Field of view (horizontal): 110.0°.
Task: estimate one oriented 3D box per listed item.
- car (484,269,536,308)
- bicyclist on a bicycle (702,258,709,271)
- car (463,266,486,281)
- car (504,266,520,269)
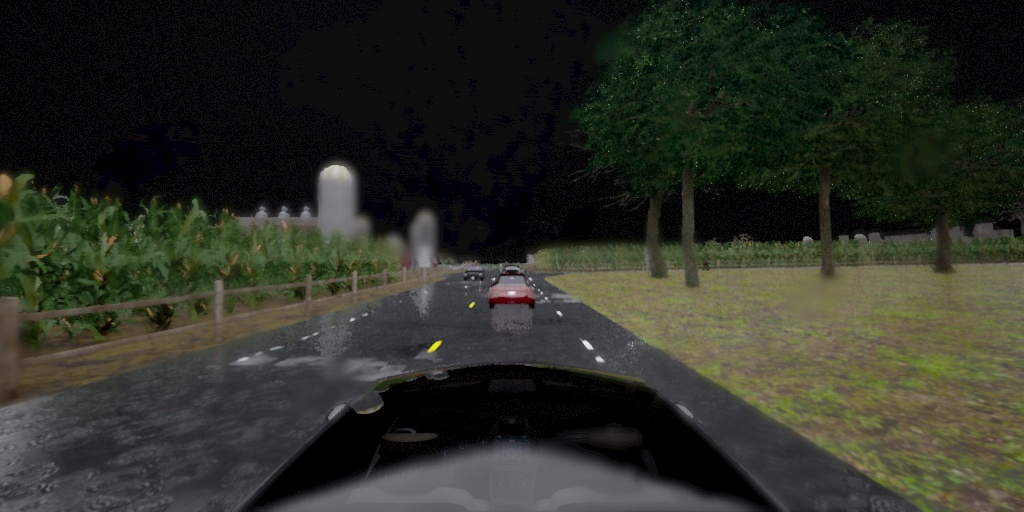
[{"bbox_3d":[0.004,1.455,16.156,1.994,1.385,4.181,0,-1,0],"label":"car"},{"bbox_3d":[24.272,1.079,45.061,0.582,1.620,1.656,-1,-1,0],"label":"bicyclist on a bicycle"},{"bbox_3d":[-3.499,1.632,34.613,2.033,1.411,5.357,0,-1,0],"label":"car"},{"bbox_3d":[0.007,1.557,31.158,1.837,1.490,4.892,0,0,0],"label":"car"}]
